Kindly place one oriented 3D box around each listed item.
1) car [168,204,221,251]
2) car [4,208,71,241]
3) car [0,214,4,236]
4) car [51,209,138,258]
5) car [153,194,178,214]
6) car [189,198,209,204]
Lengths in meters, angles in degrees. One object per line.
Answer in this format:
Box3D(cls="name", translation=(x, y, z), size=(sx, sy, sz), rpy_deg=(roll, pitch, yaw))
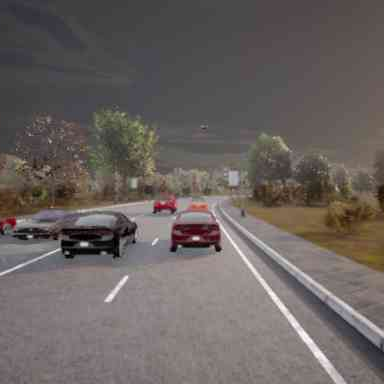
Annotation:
Box3D(cls="car", translation=(0.169, 1.485, 14.191), size=(1.882, 1.535, 5.008), rpy_deg=(0, 0, 1))
Box3D(cls="car", translation=(-6.994, 1.554, 17.088), size=(2.033, 1.411, 5.357), rpy_deg=(0, 0, 1))
Box3D(cls="car", translation=(-10.507, 1.606, 15.928), size=(1.895, 1.301, 4.718), rpy_deg=(0, 0, 1))
Box3D(cls="car", translation=(-3.345, 1.483, 12.856), size=(1.882, 1.535, 5.008), rpy_deg=(0, 0, 0))
Box3D(cls="car", translation=(-2.797, 1.238, 35.987), size=(2.150, 2.045, 5.566), rpy_deg=(0, 0, 3))
Box3D(cls="car", translation=(0.710, 1.369, 35.602), size=(2.097, 1.767, 4.553), rpy_deg=(0, 0, 2))
